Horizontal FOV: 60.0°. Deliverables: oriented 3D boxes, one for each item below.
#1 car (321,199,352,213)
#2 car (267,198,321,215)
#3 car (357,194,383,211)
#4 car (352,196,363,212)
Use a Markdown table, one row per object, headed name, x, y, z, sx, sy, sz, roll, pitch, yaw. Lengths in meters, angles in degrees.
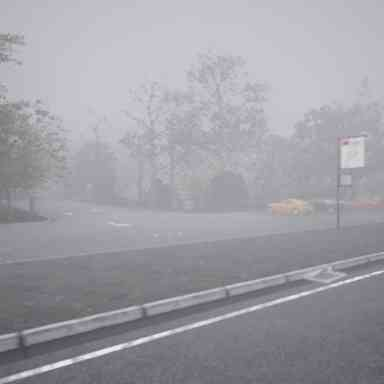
| name | x | y | z | sx | sy | sz | roll | pitch | yaw |
| --- | --- | --- | --- | --- | --- | --- | --- | --- | --- |
| car | 14.391 | 1.464 | 36.774 | 2.097 | 1.535 | 5.008 | 0 | 0 | -35 |
| car | 9.862 | 1.446 | 33.535 | 2.097 | 1.535 | 5.008 | 0 | 0 | -35 |
| car | 21.216 | 1.391 | 41.596 | 2.185 | 1.767 | 4.553 | 1 | 0 | -36 |
| car | 16.662 | 1.518 | 38.389 | 2.002 | 1.452 | 4.674 | 0 | 0 | -35 |
